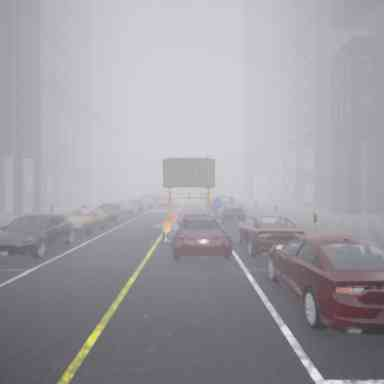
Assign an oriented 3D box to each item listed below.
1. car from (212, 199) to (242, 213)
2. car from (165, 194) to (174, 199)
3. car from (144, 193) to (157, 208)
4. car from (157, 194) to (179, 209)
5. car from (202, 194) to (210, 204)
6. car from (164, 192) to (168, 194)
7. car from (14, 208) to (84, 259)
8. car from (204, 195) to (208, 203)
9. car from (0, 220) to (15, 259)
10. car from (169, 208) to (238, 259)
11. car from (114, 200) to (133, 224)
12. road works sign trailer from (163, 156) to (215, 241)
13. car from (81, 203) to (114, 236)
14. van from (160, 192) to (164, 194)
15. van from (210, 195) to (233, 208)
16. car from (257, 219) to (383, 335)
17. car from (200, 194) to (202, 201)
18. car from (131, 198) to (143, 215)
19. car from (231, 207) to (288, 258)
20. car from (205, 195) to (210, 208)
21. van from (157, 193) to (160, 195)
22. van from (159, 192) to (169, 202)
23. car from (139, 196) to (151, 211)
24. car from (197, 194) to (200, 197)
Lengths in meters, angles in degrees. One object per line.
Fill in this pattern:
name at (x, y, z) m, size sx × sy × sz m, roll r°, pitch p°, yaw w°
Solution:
car at (2.756, 1.422, 23.613) m, size 2.008 × 1.369 × 4.403 m, roll 0°, pitch 0°, yaw 0°
car at (-5.781, 1.141, 85.597) m, size 1.887 × 1.381 × 4.507 m, roll 0°, pitch 0°, yaw 0°
car at (-5.772, 1.228, 40.505) m, size 1.967 × 1.590 × 4.097 m, roll 0°, pitch 0°, yaw 0°
car at (-3.102, 1.334, 40.852) m, size 2.033 × 1.411 × 5.357 m, roll 0°, pitch 0°, yaw 0°
car at (2.752, 1.313, 46.159) m, size 2.008 × 1.369 × 4.403 m, roll 0°, pitch 0°, yaw 0°
car at (-5.777, 1.002, 63.049) m, size 2.192 × 1.841 × 5.009 m, roll 0°, pitch 0°, yaw 0°
car at (-5.766, 1.497, 12.322) m, size 1.947 × 1.339 × 4.313 m, roll 0°, pitch 0°, yaw 0°
car at (2.753, 1.370, 40.523) m, size 1.802 × 1.307 × 4.206 m, roll 0°, pitch 0°, yaw 0°
car at (-5.765, 1.506, 6.686) m, size 1.887 × 1.381 × 4.507 m, roll 0°, pitch 0°, yaw 0°
car at (0.194, 1.488, 12.288) m, size 1.994 × 1.385 × 4.181 m, roll 0°, pitch 0°, yaw -5°
car at (-5.768, 1.437, 23.595) m, size 1.947 × 1.339 × 4.313 m, roll 0°, pitch 0°, yaw 0°
road works sign trailer at (-0.130, 0.126, 15.690) m, size 2.380 × 3.560 × 2.880 m, roll 0°, pitch 12°, yaw 2°
car at (-5.767, 1.427, 17.788) m, size 1.752 × 1.417 × 4.829 m, roll 0°, pitch 0°, yaw 0°
van at (-5.775, 1.078, 51.777) m, size 1.690 × 1.788 × 3.998 m, roll 0°, pitch 0°, yaw 0°
van at (2.755, 1.184, 29.249) m, size 1.690 × 1.788 × 3.998 m, roll 0°, pitch 0°, yaw 0°
car at (2.760, 1.507, 6.705) m, size 1.887 × 1.381 × 4.507 m, roll 0°, pitch 0°, yaw 0°
car at (2.750, 1.256, 57.431) m, size 1.887 × 1.381 × 4.507 m, roll 0°, pitch 0°, yaw 0°
car at (-5.770, 1.425, 29.232) m, size 1.802 × 1.307 × 4.206 m, roll 0°, pitch 0°, yaw 0°
car at (2.759, 1.475, 12.341) m, size 1.887 × 1.381 × 4.507 m, roll 0°, pitch 0°, yaw 0°
car at (2.754, 1.366, 34.886) m, size 2.008 × 1.369 × 4.403 m, roll 0°, pitch 0°, yaw 0°
van at (-5.774, 1.103, 46.140) m, size 1.690 × 1.788 × 3.998 m, roll 0°, pitch 0°, yaw 0°
van at (-5.778, 1.004, 68.685) m, size 1.690 × 1.788 × 3.998 m, roll 0°, pitch 0°, yaw 0°
car at (-5.771, 1.381, 34.868) m, size 1.947 × 1.339 × 4.313 m, roll 0°, pitch 0°, yaw 0°
car at (2.747, 0.978, 68.702) m, size 2.192 × 1.841 × 5.009 m, roll 0°, pitch 0°, yaw 0°
